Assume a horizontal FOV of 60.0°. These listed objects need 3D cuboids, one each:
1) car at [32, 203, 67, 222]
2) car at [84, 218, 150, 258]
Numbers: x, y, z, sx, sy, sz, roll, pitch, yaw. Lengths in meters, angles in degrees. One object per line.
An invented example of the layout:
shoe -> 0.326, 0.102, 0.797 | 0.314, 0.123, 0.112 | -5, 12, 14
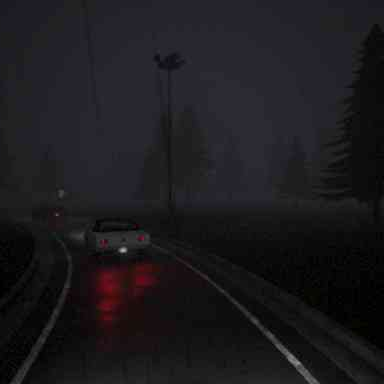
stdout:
car -> -12.196, 1.674, 28.311 | 1.882, 1.535, 5.008 | 0, 0, -37
car -> -3.178, 1.681, 13.260 | 1.895, 1.301, 4.718 | 0, 0, -23
